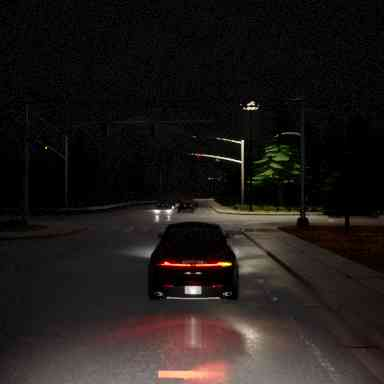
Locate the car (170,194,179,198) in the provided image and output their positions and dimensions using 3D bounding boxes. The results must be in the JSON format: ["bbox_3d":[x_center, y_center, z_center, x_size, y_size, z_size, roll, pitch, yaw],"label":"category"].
[{"bbox_3d":[-3.642,1.547,54.764,2.033,1.411,5.357,0,0,0],"label":"car"}]

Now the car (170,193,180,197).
[{"bbox_3d":[-3.507,1.221,65.395,2.150,2.045,5.566,0,0,1],"label":"car"}]

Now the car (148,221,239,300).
[{"bbox_3d":[0.039,1.501,8.375,1.837,1.490,4.892,0,0,0],"label":"car"}]

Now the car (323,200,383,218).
[{"bbox_3d":[14.255,1.504,29.533,5.008,1.535,1.882,0,0,1],"label":"car"}]

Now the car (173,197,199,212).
[{"bbox_3d":[-0.379,1.547,39.394,2.033,1.411,5.357,0,0,9],"label":"car"}]

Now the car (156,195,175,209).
[{"bbox_3d":[-3.647,1.505,44.317,1.837,1.490,4.892,0,0,0],"label":"car"}]
